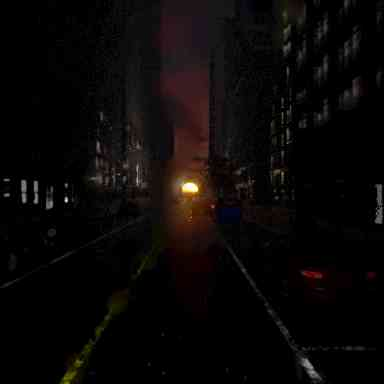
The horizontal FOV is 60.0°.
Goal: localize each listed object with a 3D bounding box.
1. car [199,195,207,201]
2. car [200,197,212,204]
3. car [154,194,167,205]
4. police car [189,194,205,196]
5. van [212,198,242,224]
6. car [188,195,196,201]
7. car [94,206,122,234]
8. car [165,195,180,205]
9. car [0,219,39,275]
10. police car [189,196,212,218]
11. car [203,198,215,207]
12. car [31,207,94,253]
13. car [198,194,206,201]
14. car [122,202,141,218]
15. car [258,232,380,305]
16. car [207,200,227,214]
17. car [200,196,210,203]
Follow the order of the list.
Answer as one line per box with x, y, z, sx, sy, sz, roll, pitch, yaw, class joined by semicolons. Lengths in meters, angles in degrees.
2.669;1.472;81.815;1.967;1.590;4.097;0;0;0;car
2.674;1.594;64.738;2.008;1.369;4.403;0;0;0;car
-5.706;1.594;59.046;2.008;1.369;4.403;0;0;0;car
0.889;1.459;41.019;1.930;1.638;5.238;0;0;0;police car
2.684;1.364;24.891;1.690;1.788;3.998;0;0;0;van
-0.022;1.416;82.484;1.837;1.490;4.892;0;0;0;car
-5.695;1.570;19.199;2.008;1.369;4.403;0;0;0;car
-3.072;1.606;57.918;1.994;1.385;4.181;0;0;1;car
-5.692;1.562;7.814;2.008;1.369;4.403;0;0;0;car
0.892;1.452;31.019;1.930;1.638;5.238;0;0;0;police car
2.676;1.623;53.353;1.802;1.307;4.206;0;0;0;car
-5.694;1.456;13.507;1.967;1.590;4.097;0;0;0;car
2.668;1.466;87.507;1.967;1.590;4.097;0;0;0;car
-5.698;1.609;30.583;1.802;1.307;4.206;0;0;0;car
2.688;1.593;7.814;1.802;1.307;4.206;0;0;0;car
2.681;1.612;36.275;1.802;1.307;4.206;0;0;0;car
2.672;1.592;70.430;2.008;1.369;4.403;0;0;0;car
